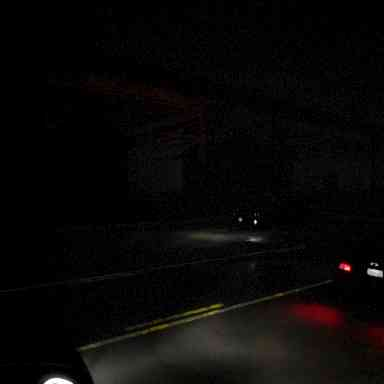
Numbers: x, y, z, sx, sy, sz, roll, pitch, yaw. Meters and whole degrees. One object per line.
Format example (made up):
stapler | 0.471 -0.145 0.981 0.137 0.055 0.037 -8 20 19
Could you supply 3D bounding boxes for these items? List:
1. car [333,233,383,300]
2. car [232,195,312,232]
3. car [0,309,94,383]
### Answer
car | 5.434 1.547 7.636 5.357 1.411 2.033 0 0 -36
car | 5.005 1.222 20.395 5.566 2.045 2.150 0 0 -35
car | -2.801 1.352 1.730 4.553 1.767 2.097 0 0 -36
